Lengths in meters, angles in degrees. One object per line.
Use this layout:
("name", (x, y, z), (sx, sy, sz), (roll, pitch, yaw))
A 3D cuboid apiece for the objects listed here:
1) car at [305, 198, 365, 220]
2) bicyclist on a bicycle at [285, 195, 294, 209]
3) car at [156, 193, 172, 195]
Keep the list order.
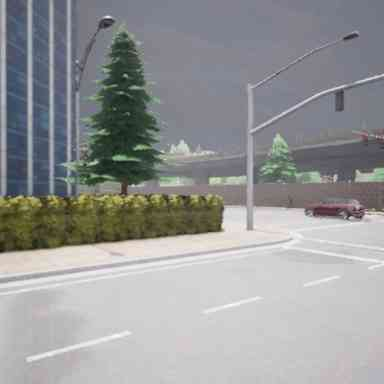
("car", (11.459, 1.243, 27.053), (2.097, 1.767, 4.553), (0, 0, -32))
("bicyclist on a bicycle", (11.624, 1.176, 39.565), (1.656, 1.620, 0.582), (-1, 0, -35))
("car", (-5.209, 1.106, 56.630), (2.150, 2.045, 5.566), (0, 0, -35))
